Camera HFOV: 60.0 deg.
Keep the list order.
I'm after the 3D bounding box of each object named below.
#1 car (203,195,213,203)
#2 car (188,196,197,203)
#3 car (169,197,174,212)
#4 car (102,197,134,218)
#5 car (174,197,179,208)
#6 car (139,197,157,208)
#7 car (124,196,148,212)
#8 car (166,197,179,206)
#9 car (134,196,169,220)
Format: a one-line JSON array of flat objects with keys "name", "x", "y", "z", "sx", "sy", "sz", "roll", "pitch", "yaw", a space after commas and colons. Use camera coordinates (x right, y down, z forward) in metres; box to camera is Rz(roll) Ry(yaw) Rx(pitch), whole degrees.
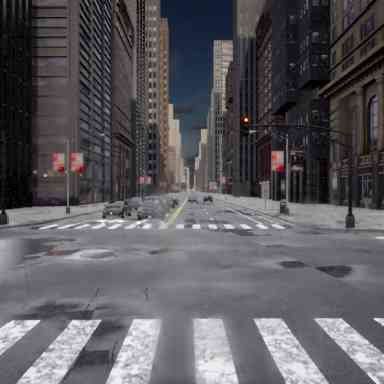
[{"name": "car", "x": 3.348, "y": 1.432, "z": 69.916, "sx": 1.837, "sy": 1.490, "sz": 4.892, "roll": 0, "pitch": 0, "yaw": 0}, {"name": "car", "x": 0.098, "y": 1.475, "z": 69.828, "sx": 2.033, "sy": 1.411, "sz": 5.357, "roll": 0, "pitch": 0, "yaw": 0}, {"name": "car", "x": -3.353, "y": 1.506, "z": 36.473, "sx": 1.812, "sy": 1.442, "sz": 4.674, "roll": 0, "pitch": 0, "yaw": 0}, {"name": "car", "x": -6.601, "y": 1.490, "z": 29.590, "sx": 1.837, "sy": 1.490, "sz": 4.892, "roll": 0, "pitch": 0, "yaw": 0}, {"name": "car", "x": -3.340, "y": 1.535, "z": 46.496, "sx": 1.994, "sy": 1.385, "sz": 4.181, "roll": 0, "pitch": 0, "yaw": 0}, {"name": "car", "x": -6.590, "y": 1.514, "z": 50.041, "sx": 2.033, "sy": 1.411, "sz": 5.357, "roll": 0, "pitch": 0, "yaw": 0}, {"name": "car", "x": -6.598, "y": 1.329, "z": 39.744, "sx": 2.097, "sy": 1.767, "sz": 4.553, "roll": 0, "pitch": 0, "yaw": 0}, {"name": "car", "x": -3.315, "y": 1.558, "z": 56.513, "sx": 1.895, "sy": 1.301, "sz": 4.718, "roll": 0, "pitch": 0, "yaw": 0}, {"name": "car", "x": -3.291, "y": 1.339, "z": 27.689, "sx": 2.097, "sy": 1.767, "sz": 4.553, "roll": 0, "pitch": 0, "yaw": -2}]
